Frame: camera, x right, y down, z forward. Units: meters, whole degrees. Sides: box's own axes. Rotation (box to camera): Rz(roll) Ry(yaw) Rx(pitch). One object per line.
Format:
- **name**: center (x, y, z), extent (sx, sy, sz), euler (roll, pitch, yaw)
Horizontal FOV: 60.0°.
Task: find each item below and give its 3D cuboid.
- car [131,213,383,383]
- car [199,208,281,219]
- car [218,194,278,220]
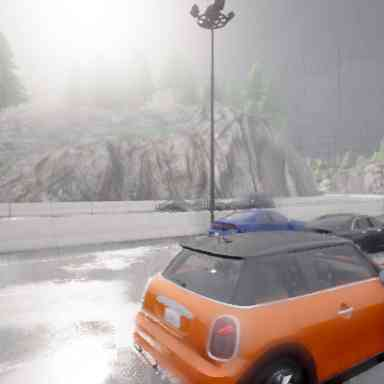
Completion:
- **car**: center (1.555, 1.356, 4.720), extent (4.553, 1.767, 2.097), euler (0, 0, -34)
- **car**: center (2.953, 1.489, 14.194), extent (5.008, 1.535, 1.882), euler (0, 0, -36)
- **car**: center (5.009, 1.244, 29.231), extent (5.566, 2.045, 2.150), euler (0, 0, -39)
